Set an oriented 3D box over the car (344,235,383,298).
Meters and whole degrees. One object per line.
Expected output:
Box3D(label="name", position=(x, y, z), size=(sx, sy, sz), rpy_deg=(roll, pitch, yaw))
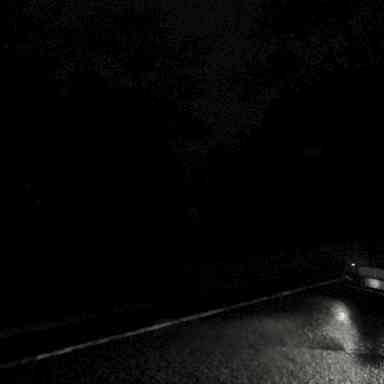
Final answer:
Box3D(label="car", position=(5.601, 1.570, 7.996), size=(4.902, 1.511, 2.128), rpy_deg=(1, 0, -36))
